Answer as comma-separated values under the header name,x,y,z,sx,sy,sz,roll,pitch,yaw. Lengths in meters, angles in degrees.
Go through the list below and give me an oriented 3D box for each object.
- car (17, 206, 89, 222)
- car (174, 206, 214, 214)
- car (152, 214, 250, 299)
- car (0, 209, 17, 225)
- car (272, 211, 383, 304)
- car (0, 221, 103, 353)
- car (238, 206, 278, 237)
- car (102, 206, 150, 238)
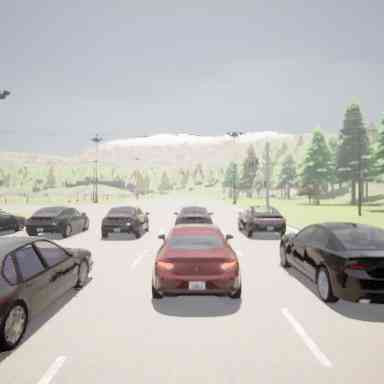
name,x,y,z,sx,sy,sz,roll,pitch,yaw
car,-6.906,1.483,17.535,1.837,1.490,4.892,0,0,0
car,0.094,1.483,17.523,1.837,1.490,4.892,0,0,0
car,0.095,1.516,8.278,1.812,1.442,4.674,0,0,0
car,-10.405,1.526,16.846,2.033,1.411,5.357,0,0,0
car,3.599,1.468,8.186,1.882,1.535,5.008,0,0,0
car,-3.403,1.540,6.041,2.033,1.411,5.357,0,0,0
car,3.595,1.470,17.678,2.128,1.511,4.902,0,0,0
car,-3.406,1.483,17.524,1.837,1.490,4.892,0,0,0
